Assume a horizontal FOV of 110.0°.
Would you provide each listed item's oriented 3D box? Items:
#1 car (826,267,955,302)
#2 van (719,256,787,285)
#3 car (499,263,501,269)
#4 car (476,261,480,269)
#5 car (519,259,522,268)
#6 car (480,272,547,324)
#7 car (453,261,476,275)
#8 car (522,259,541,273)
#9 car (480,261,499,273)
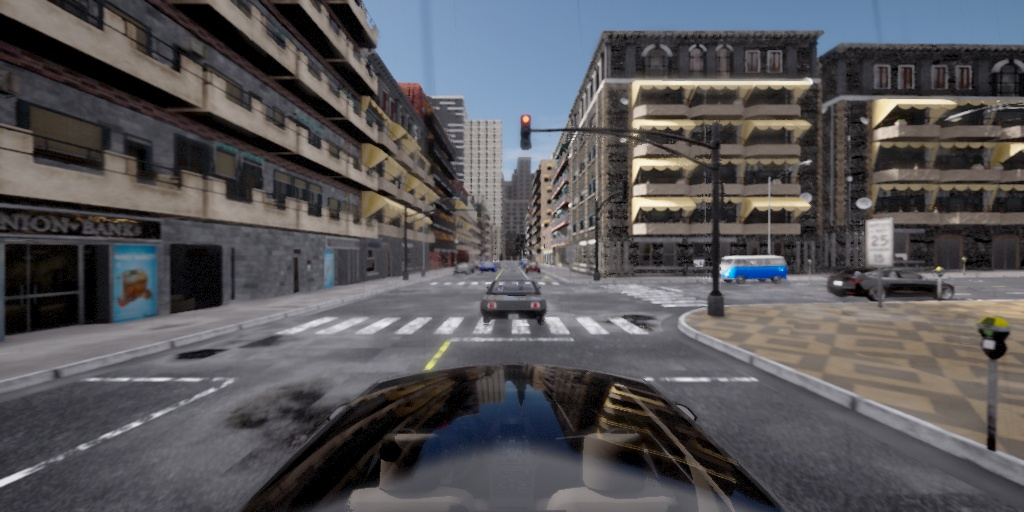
[{"bbox_3d":[15.764,1.141,15.093,4.313,1.339,1.948,0,0,-1],"label":"car"},{"bbox_3d":[15.640,0.886,23.473,3.998,1.789,1.690,0,0,-1],"label":"van"},{"bbox_3d":[-3.069,1.637,64.880,1.994,1.385,4.181,0,0,0],"label":"car"},{"bbox_3d":[-5.722,1.541,46.867,1.948,1.339,4.313,0,0,0],"label":"car"},{"bbox_3d":[2.648,1.615,63.451,2.007,1.370,4.403,0,0,0],"label":"car"},{"bbox_3d":[0.060,1.399,12.125,1.895,1.301,4.718,0,0,0],"label":"car"},{"bbox_3d":[-5.718,1.495,41.340,2.007,1.370,4.403,0,0,0],"label":"car"},{"bbox_3d":[2.659,1.414,46.868,1.967,1.591,4.097,0,0,0],"label":"car"},{"bbox_3d":[-3.116,1.455,47.320,1.882,1.535,5.008,0,0,0],"label":"car"}]
